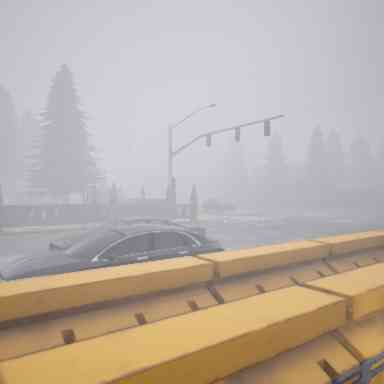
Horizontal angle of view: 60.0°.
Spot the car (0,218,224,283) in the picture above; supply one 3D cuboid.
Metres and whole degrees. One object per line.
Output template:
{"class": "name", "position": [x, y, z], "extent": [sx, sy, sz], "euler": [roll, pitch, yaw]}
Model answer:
{"class": "car", "position": [-1.432, 1.506, 7.273], "extent": [4.892, 1.490, 1.837], "euler": [1, 0, -36]}

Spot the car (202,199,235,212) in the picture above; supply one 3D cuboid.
{"class": "car", "position": [3.052, 1.526, 39.655], "extent": [1.812, 1.442, 4.674], "euler": [0, 0, -35]}

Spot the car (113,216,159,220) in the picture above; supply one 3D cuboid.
{"class": "car", "position": [-1.923, 1.547, 11.223], "extent": [5.357, 1.411, 2.033], "euler": [0, 0, -36]}
